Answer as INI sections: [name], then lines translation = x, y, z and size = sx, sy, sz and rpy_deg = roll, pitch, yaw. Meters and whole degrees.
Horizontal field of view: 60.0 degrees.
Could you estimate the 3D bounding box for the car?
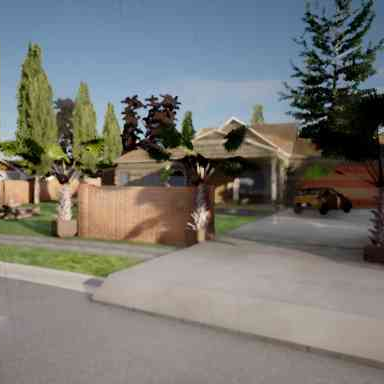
[car]
translation = 7.463, 0.489, 18.950
size = 4.193, 1.474, 1.816
rpy_deg = 0, -2, -41
